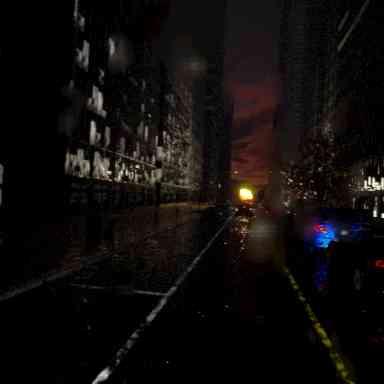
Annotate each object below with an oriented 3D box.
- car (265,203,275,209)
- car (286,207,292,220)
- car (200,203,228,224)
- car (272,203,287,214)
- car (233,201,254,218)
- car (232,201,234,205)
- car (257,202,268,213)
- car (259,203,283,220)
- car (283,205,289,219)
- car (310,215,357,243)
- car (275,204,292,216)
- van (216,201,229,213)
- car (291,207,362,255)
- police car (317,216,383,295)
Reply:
[{"bbox_3d":[18.175,3.255,77.826,1.887,1.381,4.507,3,0,9],"label":"car"},{"bbox_3d":[10.900,2.471,32.878,2.008,1.369,4.403,3,-1,9],"label":"car"},{"bbox_3d":[1.729,1.949,28.607,2.008,1.369,4.403,3,-1,9],"label":"car"},{"bbox_3d":[14.542,2.761,55.352,1.967,1.590,4.097,3,-1,9],"label":"car"},{"bbox_3d":[6.373,2.109,40.427,2.097,1.767,4.553,3,-1,9],"label":"car"},{"bbox_3d":[11.734,3.026,90.413,1.887,1.381,4.507,3,0,9],"label":"car"},{"bbox_3d":[11.084,2.604,50.826,1.837,1.490,4.892,3,-1,9],"label":"car"},{"bbox_3d":[9.144,2.410,38.651,1.812,1.442,4.674,3,0,10],"label":"car"},{"bbox_3d":[11.809,2.573,38.496,2.008,1.369,4.403,3,-1,9],"label":"car"},{"bbox_3d":[9.080,2.291,21.641,1.802,1.307,4.206,3,-1,9],"label":"car"},{"bbox_3d":[13.633,2.662,49.734,1.967,1.590,4.097,3,-1,9],"label":"car"},{"bbox_3d":[3.559,1.946,39.846,1.690,1.788,3.998,3,-1,9],"label":"van"},{"bbox_3d":[6.310,1.723,15.602,2.150,2.045,5.566,3,-1,9],"label":"car"},{"bbox_3d":[5.353,1.811,9.757,1.930,1.638,5.238,3,-1,9],"label":"police car"}]
